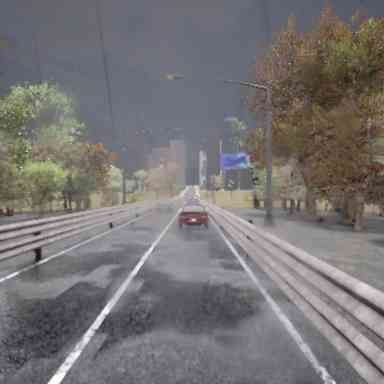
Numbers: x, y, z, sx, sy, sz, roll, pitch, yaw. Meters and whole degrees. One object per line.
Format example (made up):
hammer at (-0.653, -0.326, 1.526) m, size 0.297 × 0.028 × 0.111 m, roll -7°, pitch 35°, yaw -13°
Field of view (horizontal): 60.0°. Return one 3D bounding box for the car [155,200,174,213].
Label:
car at (-3.334, 1.777, 41.018) m, size 1.812 × 1.442 × 4.674 m, roll 0°, pitch -1°, yaw 0°

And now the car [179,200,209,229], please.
car at (0.102, 1.573, 22.693) m, size 1.882 × 1.535 × 5.008 m, roll 0°, pitch 0°, yaw 0°
